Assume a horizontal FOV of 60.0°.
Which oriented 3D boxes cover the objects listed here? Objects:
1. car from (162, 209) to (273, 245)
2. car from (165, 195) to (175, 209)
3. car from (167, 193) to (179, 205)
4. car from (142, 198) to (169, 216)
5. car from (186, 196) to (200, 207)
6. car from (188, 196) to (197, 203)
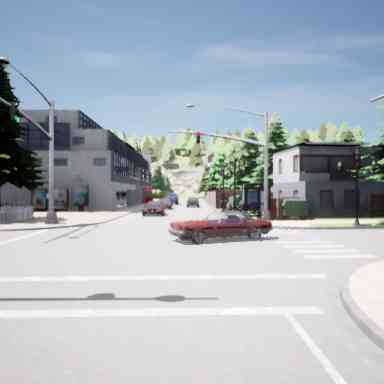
[{"bbox_3d":[1.278,1.586,15.387,4.718,1.301,1.895,0,0,-25],"label":"car"},{"bbox_3d":[-3.542,1.504,42.905,1.812,1.442,4.674,0,0,0],"label":"car"},{"bbox_3d":[-3.491,1.192,58.105,2.150,2.045,5.566,0,0,1],"label":"car"},{"bbox_3d":[-3.560,1.548,31.783,1.994,1.385,4.181,0,0,0],"label":"car"},{"bbox_3d":[0.156,1.522,50.686,2.033,1.411,5.357,0,0,0],"label":"car"},{"bbox_3d":[0.152,1.565,70.054,1.895,1.301,4.718,0,0,0],"label":"car"}]
